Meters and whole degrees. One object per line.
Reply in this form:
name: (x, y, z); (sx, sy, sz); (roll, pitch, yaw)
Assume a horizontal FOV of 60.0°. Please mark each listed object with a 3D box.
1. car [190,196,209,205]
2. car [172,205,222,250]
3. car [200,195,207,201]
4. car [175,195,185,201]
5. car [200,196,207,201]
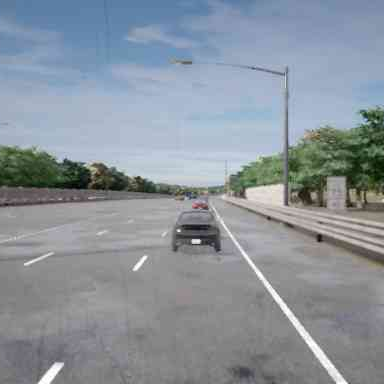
car: (0.980, 1.561, 37.956); (1.812, 1.442, 4.674); (0, 0, 2)
car: (0.203, 1.507, 14.248); (1.837, 1.490, 4.892); (0, 0, 1)
car: (3.261, 1.671, 94.190); (2.097, 1.767, 4.553); (0, 0, 2)
car: (-3.733, 1.851, 94.503); (1.994, 1.385, 4.181); (0, 0, 2)
car: (3.272, 1.859, 94.480); (2.033, 1.411, 5.357); (0, 0, 2)
